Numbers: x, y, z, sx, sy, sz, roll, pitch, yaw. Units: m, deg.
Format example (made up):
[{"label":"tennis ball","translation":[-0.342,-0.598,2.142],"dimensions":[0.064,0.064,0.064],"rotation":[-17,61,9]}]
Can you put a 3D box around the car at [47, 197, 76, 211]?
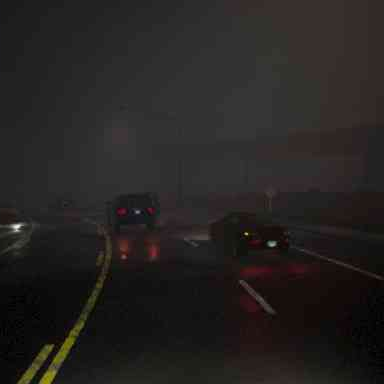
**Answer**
[{"label":"car","translation":[-15.026,1.343,38.162],"dimensions":[2.128,1.511,4.902],"rotation":[-1,1,-42]}]

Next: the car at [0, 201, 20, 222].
[{"label":"car","translation":[-14.234,1.447,25.114],"dimensions":[1.882,1.535,5.008],"rotation":[-1,0,-31]}]

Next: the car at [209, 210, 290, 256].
[{"label":"car","translation":[2.018,1.415,12.579],"dimensions":[1.812,1.442,4.674],"rotation":[0,0,-12]}]

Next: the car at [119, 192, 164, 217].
[{"label":"car","translation":[-4.669,1.013,29.928],"dimensions":[2.150,2.045,5.566],"rotation":[-1,1,-30]}]

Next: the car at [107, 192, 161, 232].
[{"label":"car","translation":[-3.716,1.103,19.686],"dimensions":[2.150,2.045,5.566],"rotation":[-1,1,-20]}]
